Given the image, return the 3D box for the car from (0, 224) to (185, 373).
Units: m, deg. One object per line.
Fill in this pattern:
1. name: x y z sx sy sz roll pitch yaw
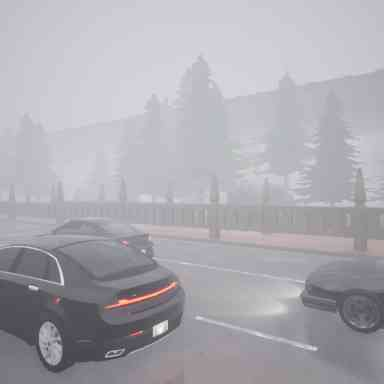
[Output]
1. car: -2.380 1.505 5.684 4.892 1.490 1.837 0 0 35

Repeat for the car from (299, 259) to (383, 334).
1. car: 4.541 1.547 5.053 5.357 1.411 2.033 0 0 35

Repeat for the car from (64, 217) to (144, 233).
1. car: -3.274 1.526 10.614 4.674 1.442 1.812 0 0 35
